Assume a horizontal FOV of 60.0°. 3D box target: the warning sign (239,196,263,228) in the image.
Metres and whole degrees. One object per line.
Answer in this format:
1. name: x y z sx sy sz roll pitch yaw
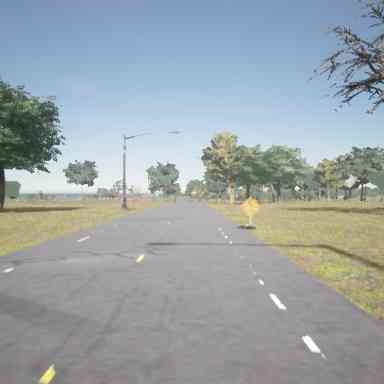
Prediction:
1. warning sign: 3.555 1.195 20.198 1.300 1.860 1.060 0 0 0
